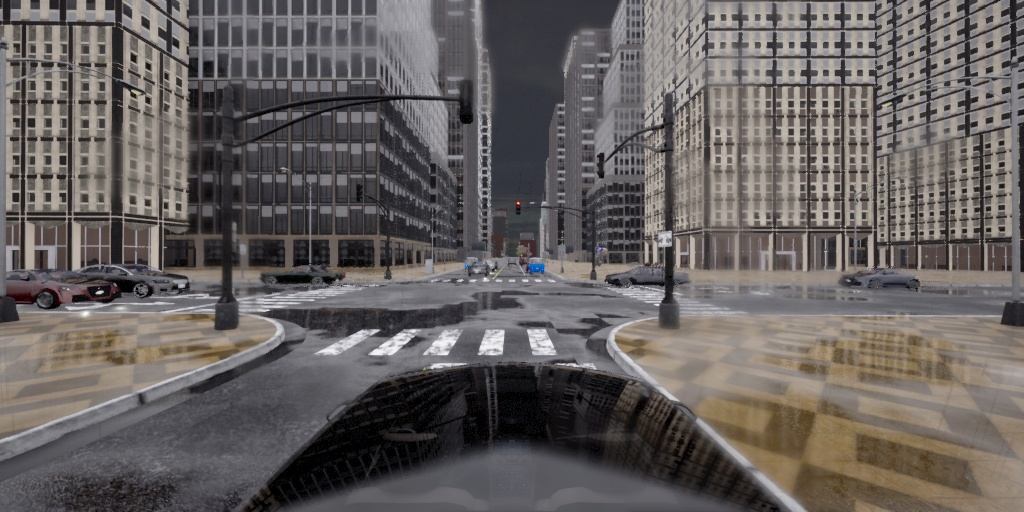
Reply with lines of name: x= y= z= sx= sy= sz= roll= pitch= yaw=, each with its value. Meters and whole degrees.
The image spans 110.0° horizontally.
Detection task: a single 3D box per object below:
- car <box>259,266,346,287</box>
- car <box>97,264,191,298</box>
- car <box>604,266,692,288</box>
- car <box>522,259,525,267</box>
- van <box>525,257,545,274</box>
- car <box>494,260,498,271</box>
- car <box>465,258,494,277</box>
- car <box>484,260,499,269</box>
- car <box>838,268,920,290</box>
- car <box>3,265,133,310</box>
car: x=-13.623 y=1.282 z=23.413 sx=4.718 sy=1.301 sz=1.895 roll=0 pitch=0 yaw=-1
car: x=-17.809 y=1.108 z=16.625 sx=4.902 sy=1.511 sz=2.128 roll=0 pitch=0 yaw=-1
car: x=9.055 y=1.400 z=24.091 sx=5.357 sy=1.411 sz=2.033 roll=0 pitch=0 yaw=2
car: x=2.618 y=1.295 z=45.346 sx=1.888 sy=1.381 sz=4.507 roll=0 pitch=0 yaw=0
van: x=2.687 y=1.090 z=39.808 sx=1.690 sy=1.789 sz=3.998 roll=0 pitch=0 yaw=0
car: x=-3.191 y=1.275 z=45.816 sx=1.812 sy=1.442 sz=4.674 roll=0 pitch=0 yaw=0
car: x=-3.231 y=1.241 z=35.641 sx=2.128 sy=1.511 sz=4.902 roll=0 pitch=0 yaw=0
car: x=-3.145 y=1.297 z=56.448 sx=2.033 sy=1.411 sz=5.357 roll=0 pitch=0 yaw=0
car: x=24.698 y=1.519 z=24.216 sx=4.181 sy=1.385 sz=1.994 roll=0 pitch=0 yaw=-1
car: x=-17.424 y=1.169 z=13.382 sx=4.181 sy=1.385 sz=1.994 roll=0 pitch=0 yaw=-1
